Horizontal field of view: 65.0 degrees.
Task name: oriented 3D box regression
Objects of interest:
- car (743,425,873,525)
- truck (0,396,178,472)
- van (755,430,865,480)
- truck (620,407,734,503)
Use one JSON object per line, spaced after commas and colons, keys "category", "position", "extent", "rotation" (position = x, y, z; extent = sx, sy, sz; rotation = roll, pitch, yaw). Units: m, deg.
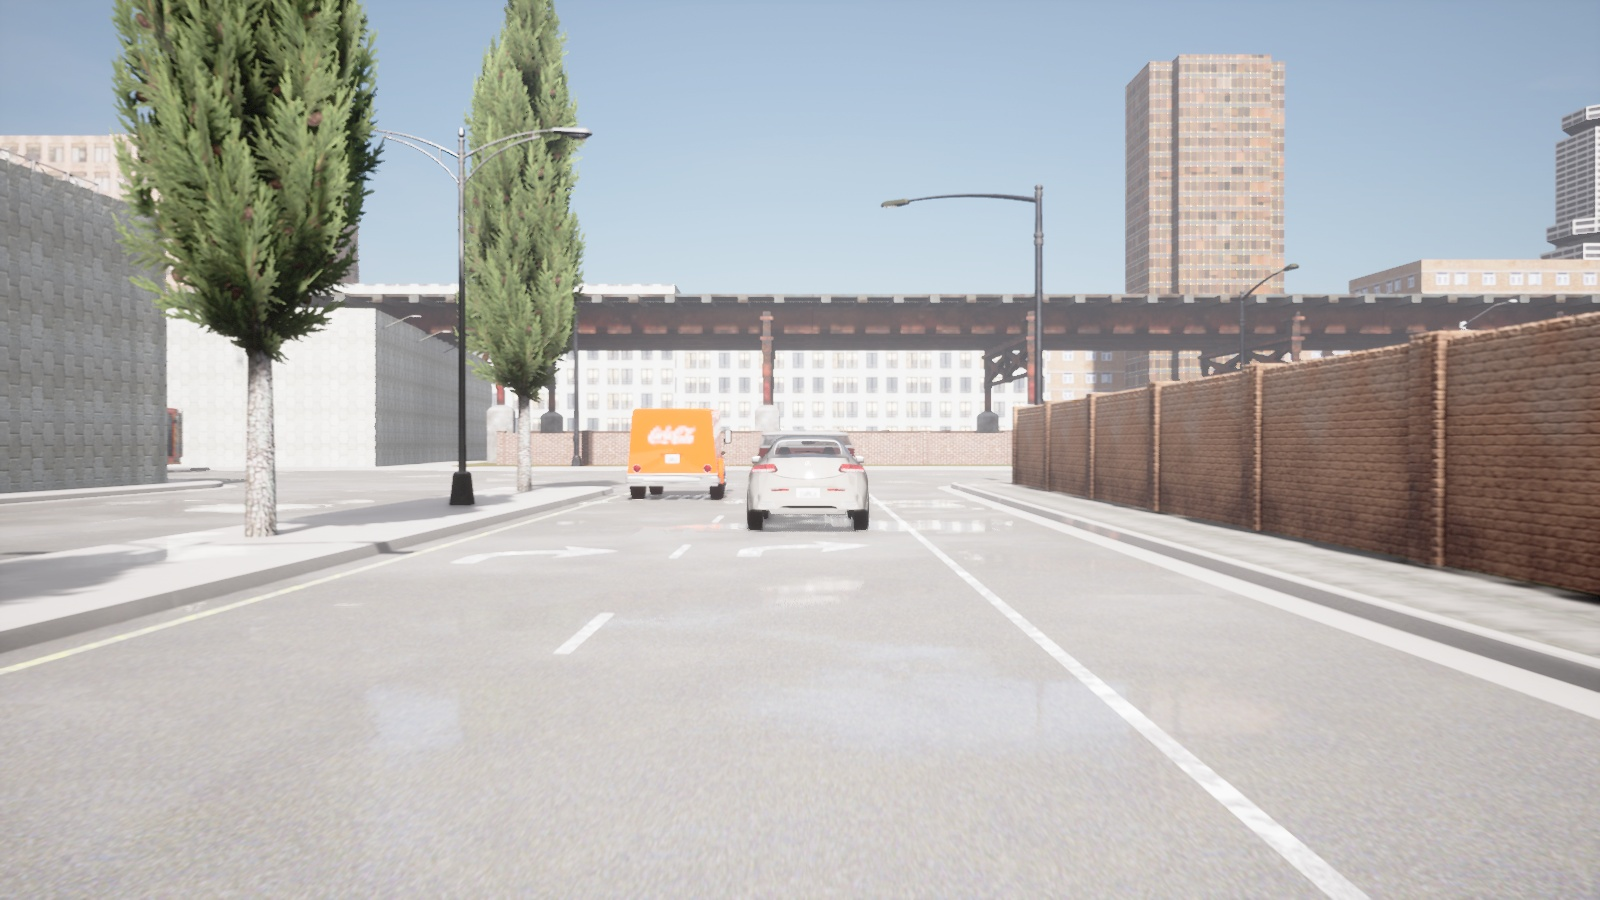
{"category": "car", "position": [0.148, 0.394, 23.311], "extent": [2.152, 1.651, 5.027], "rotation": [0, 0, 0]}
{"category": "truck", "position": [-37.053, -0.813, 64.783], "extent": [8.468, 3.827, 2.891], "rotation": [0, 0, 1]}
{"category": "van", "position": [0.440, 0.202, 52.706], "extent": [4.442, 1.987, 1.775], "rotation": [0, 0, -37]}
{"category": "truck", "position": [-3.286, 0.070, 34.881], "extent": [2.627, 2.467, 5.204], "rotation": [0, 1, 0]}
